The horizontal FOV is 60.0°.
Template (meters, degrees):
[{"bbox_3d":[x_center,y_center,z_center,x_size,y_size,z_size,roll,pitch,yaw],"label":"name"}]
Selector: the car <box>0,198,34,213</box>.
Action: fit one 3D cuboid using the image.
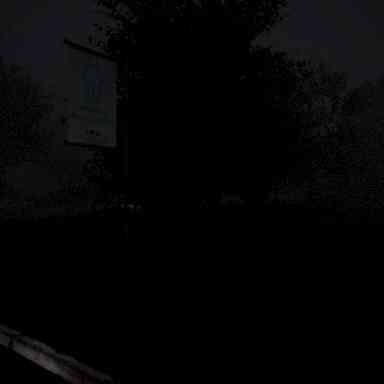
[{"bbox_3d":[-19.267,1.482,35.264,1.812,1.442,4.674,0,0,39],"label":"car"}]
